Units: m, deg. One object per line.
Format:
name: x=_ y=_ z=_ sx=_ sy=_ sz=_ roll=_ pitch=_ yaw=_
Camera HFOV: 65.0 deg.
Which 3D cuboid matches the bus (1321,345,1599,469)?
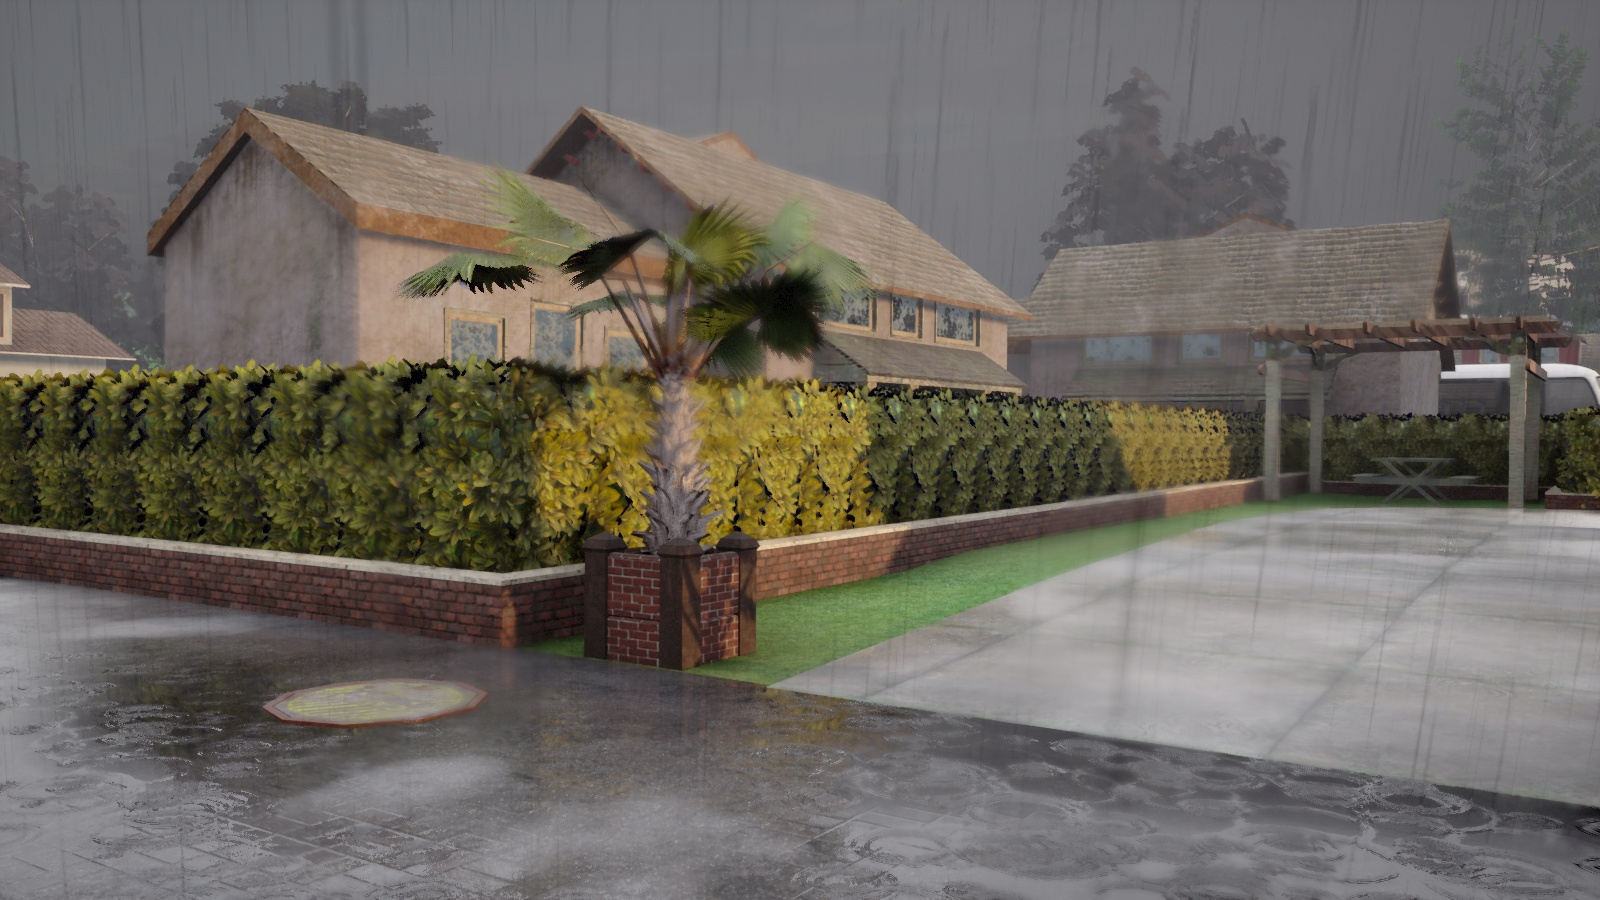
bus: x=25.302 y=-1.514 z=46.854 sx=10.273 sy=4.253 sz=3.944 roll=0 pitch=1 yaw=34
